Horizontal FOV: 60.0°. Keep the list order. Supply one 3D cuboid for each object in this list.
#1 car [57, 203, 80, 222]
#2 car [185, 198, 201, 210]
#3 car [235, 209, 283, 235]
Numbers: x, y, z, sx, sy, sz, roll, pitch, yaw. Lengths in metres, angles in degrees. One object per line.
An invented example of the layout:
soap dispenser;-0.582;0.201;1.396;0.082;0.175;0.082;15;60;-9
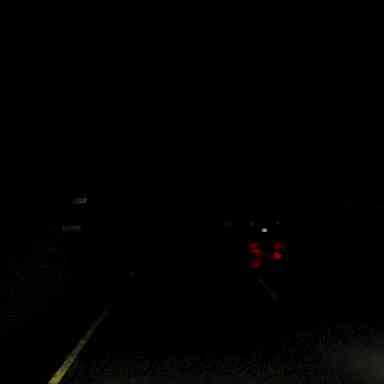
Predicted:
car;-10.599;1.550;26.609;2.033;1.411;5.357;0;0;0
car;0.102;1.482;42.857;1.882;1.535;5.008;0;0;0
car;3.601;1.603;18.740;1.895;1.301;4.718;0;0;0
